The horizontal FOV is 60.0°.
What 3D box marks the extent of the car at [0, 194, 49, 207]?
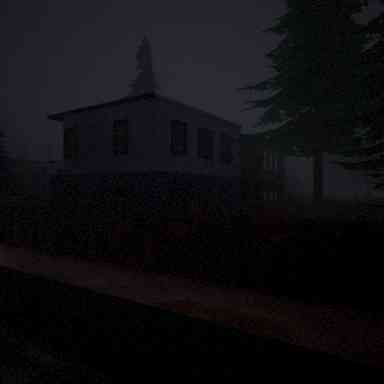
[{"bbox_3d":[-14.765,1.202,29.609,2.150,2.045,5.566,0,0,27],"label":"car"}]
